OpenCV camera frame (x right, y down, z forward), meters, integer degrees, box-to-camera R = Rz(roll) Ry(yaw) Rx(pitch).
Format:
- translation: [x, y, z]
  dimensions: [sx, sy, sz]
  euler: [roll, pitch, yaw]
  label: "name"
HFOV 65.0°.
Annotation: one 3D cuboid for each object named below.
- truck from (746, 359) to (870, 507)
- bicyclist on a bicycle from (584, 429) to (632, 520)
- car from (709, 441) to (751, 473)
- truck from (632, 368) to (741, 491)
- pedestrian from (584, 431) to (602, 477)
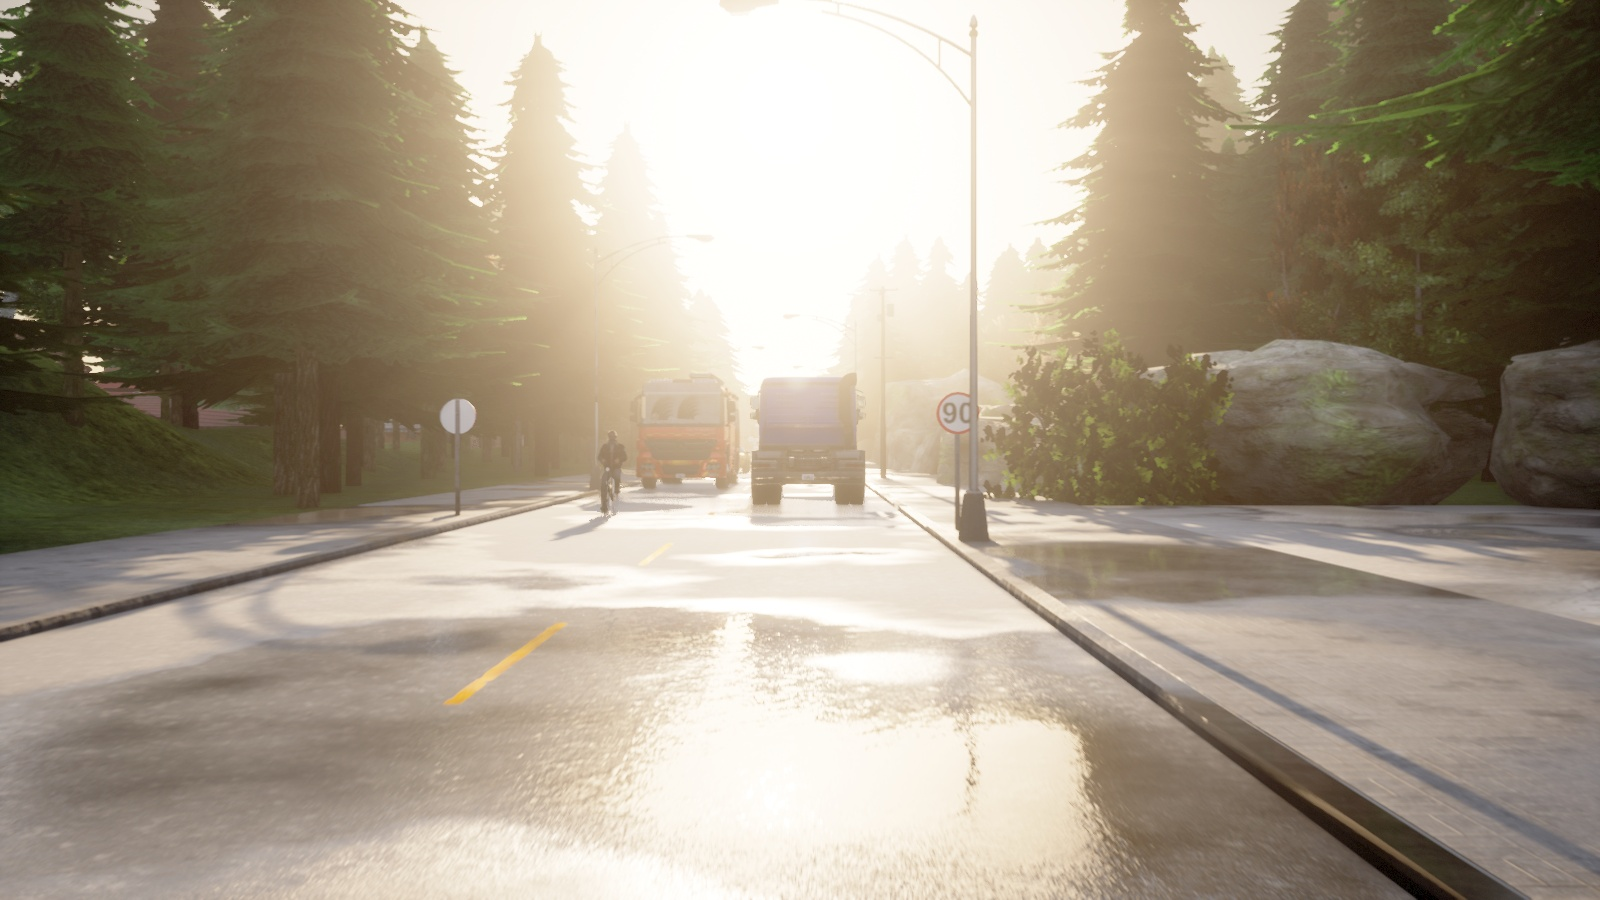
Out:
- translation: [0.214, -0.418, 33.371]
  dimensions: [2.891, 3.462, 7.936]
  euler: [0, 0, 0]
  label: "truck"
- translation: [-3.838, 0.475, 25.239]
  dimensions: [0.659, 1.776, 1.843]
  euler: [0, 0, 0]
  label: "bicyclist on a bicycle"
- translation: [-3.562, 0.327, 64.780]
  dimensions: [1.801, 1.575, 5.366]
  euler: [0, 0, 0]
  label: "car"
- translation: [-3.717, -0.658, 43.143]
  dimensions: [2.891, 3.827, 8.468]
  euler: [0, 0, 1]
  label: "truck"
- translation: [-8.736, 0.158, 53.067]
  dimensions: [0.659, 1.952, 0.873]
  euler: [0, 0, -1]
  label: "pedestrian"
